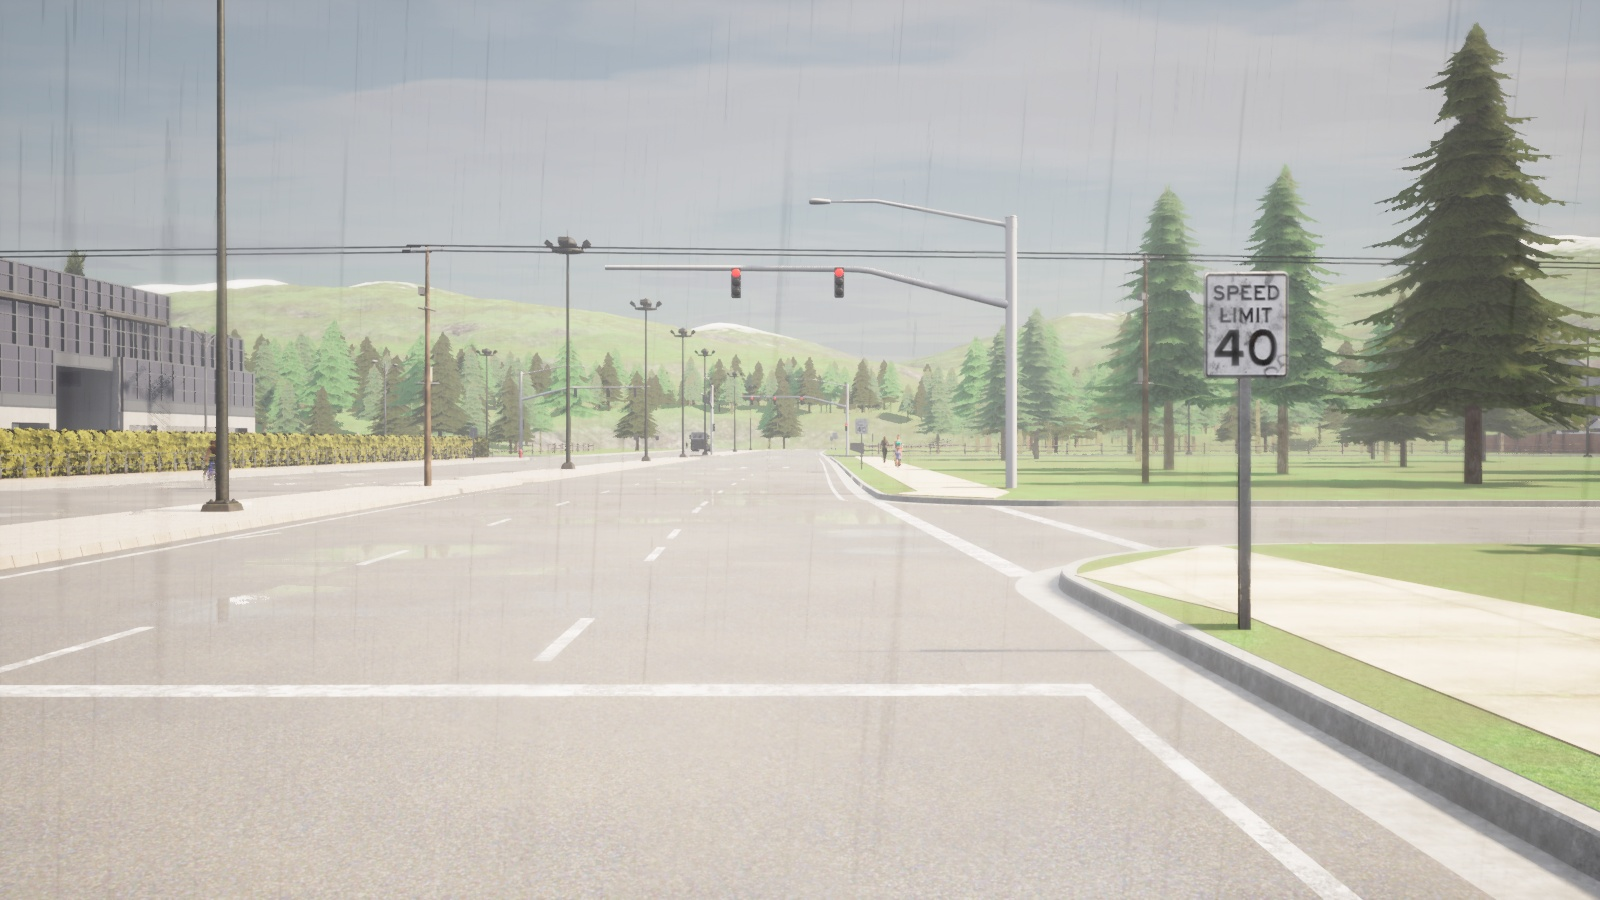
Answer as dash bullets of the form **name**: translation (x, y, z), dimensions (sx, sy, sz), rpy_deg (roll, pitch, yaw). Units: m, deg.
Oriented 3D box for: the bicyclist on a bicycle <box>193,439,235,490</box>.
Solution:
- **bicyclist on a bicycle**: translation (-19.188, 0.451, 41.143), dimensions (0.582, 1.620, 1.656), rpy_deg (0, 1, 0)
